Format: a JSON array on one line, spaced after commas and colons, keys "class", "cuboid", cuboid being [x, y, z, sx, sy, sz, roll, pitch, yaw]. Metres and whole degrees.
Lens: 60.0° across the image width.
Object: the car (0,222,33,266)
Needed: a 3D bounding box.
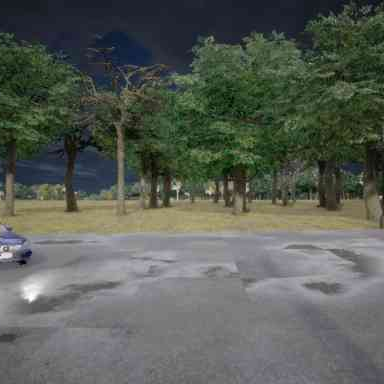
[{"class": "car", "cuboid": [-6.884, 1.492, 10.460, 4.674, 1.442, 1.812, -1, -2, 37]}]
